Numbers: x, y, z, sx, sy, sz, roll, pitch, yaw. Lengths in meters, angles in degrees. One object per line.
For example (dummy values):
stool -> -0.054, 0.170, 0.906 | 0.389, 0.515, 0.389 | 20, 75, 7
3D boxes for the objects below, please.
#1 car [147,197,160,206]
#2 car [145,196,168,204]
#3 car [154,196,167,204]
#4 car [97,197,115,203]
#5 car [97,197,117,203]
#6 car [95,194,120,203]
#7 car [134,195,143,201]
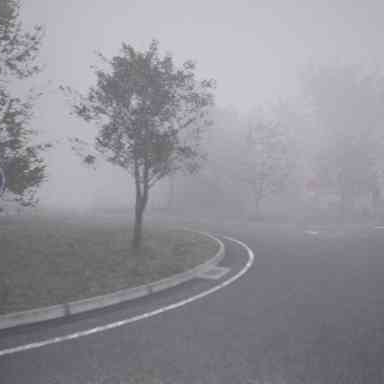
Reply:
car -> -8.480, 2.136, 68.185 | 1.895, 1.301, 4.718 | 1, -1, -17
car -> -9.275, 2.038, 87.426 | 5.566, 2.045, 2.435 | 1, -1, -17
car -> -7.620, 2.107, 81.888 | 4.553, 1.767, 2.185 | 1, 0, -17
car -> -23.696, 2.143, 91.659 | 4.674, 1.452, 2.002 | 1, -1, -17
car -> -22.044, 2.061, 86.255 | 5.008, 1.535, 2.097 | 1, -1, -17
car -> -20.408, 1.763, 80.847 | 5.566, 2.045, 2.435 | 1, -1, -17
car -> -11.516, 1.839, 78.076 | 2.150, 2.045, 5.566 | 1, -1, -17
